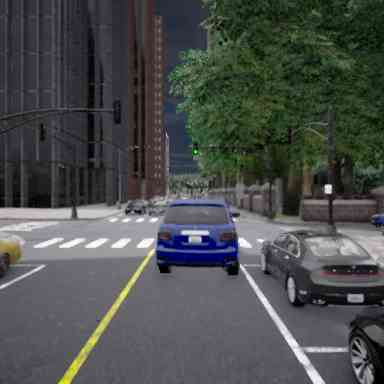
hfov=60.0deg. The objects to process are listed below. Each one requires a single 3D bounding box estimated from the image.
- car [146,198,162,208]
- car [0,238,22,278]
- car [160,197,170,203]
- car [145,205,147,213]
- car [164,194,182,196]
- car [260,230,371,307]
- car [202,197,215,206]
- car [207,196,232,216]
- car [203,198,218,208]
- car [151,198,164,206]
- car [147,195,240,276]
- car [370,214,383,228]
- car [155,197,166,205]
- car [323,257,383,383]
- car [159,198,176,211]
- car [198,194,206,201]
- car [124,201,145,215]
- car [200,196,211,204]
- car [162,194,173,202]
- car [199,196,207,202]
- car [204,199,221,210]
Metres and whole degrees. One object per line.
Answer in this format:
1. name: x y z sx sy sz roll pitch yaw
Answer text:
1. car: -5.790 1.615 50.816 2.008 1.369 4.403 0 0 0
2. car: -5.766 1.531 7.610 1.752 1.417 4.829 0 0 0
3. car: -5.803 1.686 72.645 1.802 1.307 4.206 0 0 0
4. car: -3.156 1.559 33.348 1.812 1.442 4.674 0 0 1
5. car: -3.113 1.419 52.234 2.097 1.767 4.553 0 0 0
6. car: 2.760 1.556 7.794 2.008 1.369 4.403 0 0 0
7. car: 2.732 1.625 56.285 2.008 1.369 4.403 0 0 0
8. car: 2.744 1.350 34.460 2.192 1.841 5.009 0 0 0
9. car: 2.735 1.615 50.828 2.008 1.369 4.403 0 0 0
10. car: -5.793 1.656 56.273 1.802 1.307 4.206 0 0 0
11. car: 0.343 1.228 10.559 2.150 2.045 5.566 0 0 6
12. car: 14.786 1.821 22.606 5.008 1.535 1.882 1 0 0
13. car: -5.796 1.666 61.730 1.802 1.307 4.206 0 0 0
14. car: 2.763 1.567 2.281 1.947 1.339 4.313 0 0 0
15. car: -3.121 1.575 42.498 1.812 1.442 4.674 0 0 0
16. car: 2.710 1.466 94.481 2.192 1.841 5.009 0 0 0
17. car: -5.781 1.601 34.445 1.947 1.339 4.313 0 0 0
18. car: 2.726 1.534 67.198 1.967 1.590 4.097 0 0 0
19. car: -5.805 1.429 78.102 2.192 1.841 5.009 0 0 0
20. car: 2.716 1.651 83.738 1.752 1.417 4.829 0 0 0
21. car: 2.738 1.620 45.372 1.947 1.339 4.313 0 0 0
